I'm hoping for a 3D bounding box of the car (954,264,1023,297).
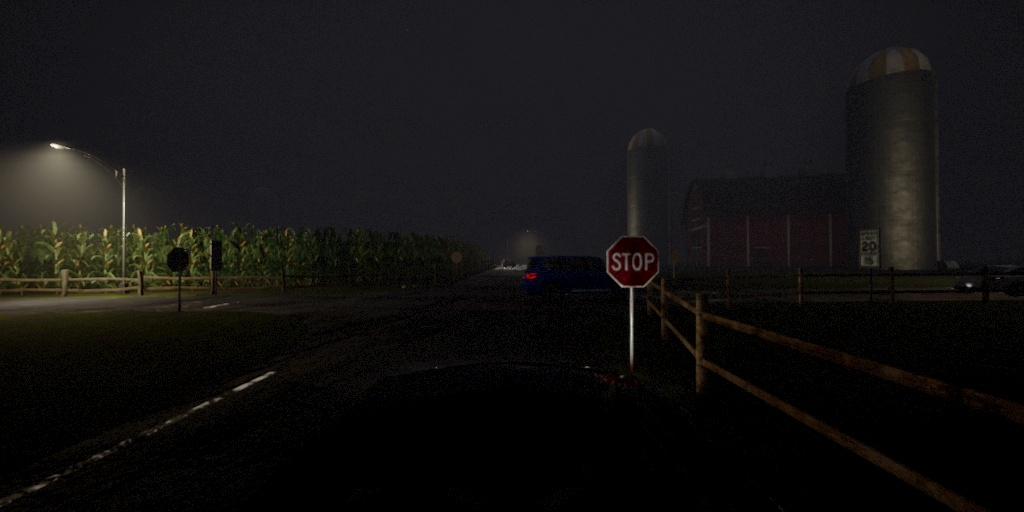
[{"bbox_3d":[23.565,1.108,16.710,4.674,1.442,1.812,0,-1,-1],"label":"car"}]

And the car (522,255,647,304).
[{"bbox_3d":[3.208,0.975,16.083,5.566,2.045,2.150,-1,-1,-3],"label":"car"}]
